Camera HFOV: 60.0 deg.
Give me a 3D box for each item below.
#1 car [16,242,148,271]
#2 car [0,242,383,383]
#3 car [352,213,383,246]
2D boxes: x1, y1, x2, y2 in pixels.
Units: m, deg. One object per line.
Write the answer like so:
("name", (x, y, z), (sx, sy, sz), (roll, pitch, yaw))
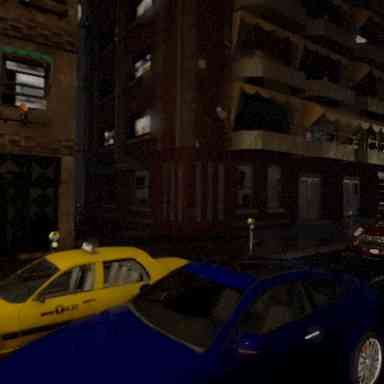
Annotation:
("car", (-1.871, 1.521, 5.206), (4.829, 1.417, 1.752), (0, 1, -35))
("car", (0.406, 1.518, 3.666), (4.674, 1.442, 1.812), (0, 0, -35))
("car", (7.544, 1.397, 11.921), (4.097, 1.590, 1.967), (0, 1, -35))
